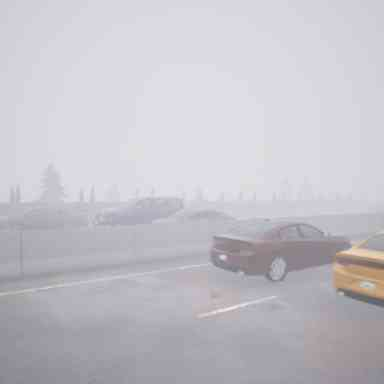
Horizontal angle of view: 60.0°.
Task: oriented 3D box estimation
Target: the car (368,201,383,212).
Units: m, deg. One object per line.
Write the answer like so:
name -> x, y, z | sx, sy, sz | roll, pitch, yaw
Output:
car -> 25.403, 1.949, 45.004 | 4.902, 1.511, 2.128 | 1, 0, -45

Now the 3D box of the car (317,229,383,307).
car -> 5.183, 1.560, 7.420 | 5.008, 1.535, 1.882 | 1, 0, -35

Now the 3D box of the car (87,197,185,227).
car -> -2.799, 1.309, 19.167 | 5.566, 2.045, 2.150 | 1, 0, -35

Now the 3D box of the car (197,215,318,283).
car -> 2.811, 1.556, 10.030 | 5.008, 1.535, 1.882 | 1, 0, -35

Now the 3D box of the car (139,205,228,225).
car -> 0.082, 1.602, 16.921 | 4.892, 1.490, 1.837 | 1, 0, -35

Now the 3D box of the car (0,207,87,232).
car -> -8.749, 1.589, 19.238 | 5.357, 1.411, 2.033 | 1, 0, -35
